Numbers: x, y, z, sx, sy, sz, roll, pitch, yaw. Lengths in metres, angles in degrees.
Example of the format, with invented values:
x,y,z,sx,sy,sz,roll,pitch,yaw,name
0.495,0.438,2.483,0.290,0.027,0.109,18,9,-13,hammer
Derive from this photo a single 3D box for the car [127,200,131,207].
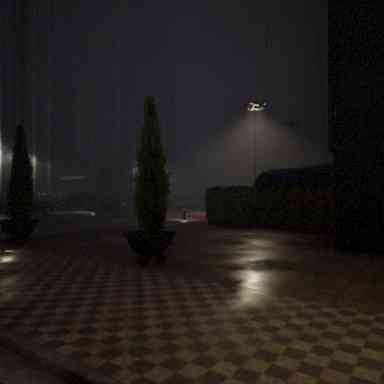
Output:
x,y,z,sx,sy,sz,roll,pitch,yaw,name
-8.099,1.491,49.650,2.128,1.511,4.902,0,0,35,car

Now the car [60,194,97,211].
x,y,z,sx,sy,sz,roll,pitch,yaw,name
-14.091,1.221,41.069,2.150,2.045,5.566,0,0,35,car

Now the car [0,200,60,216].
x,y,z,sx,sy,sz,roll,pitch,yaw,name
-15.878,1.505,32.366,1.837,1.490,4.892,0,0,35,car

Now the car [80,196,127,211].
x,y,z,sx,sy,sz,roll,pitch,yaw,name
-10.549,1.503,40.025,1.837,1.490,4.892,0,0,35,car
